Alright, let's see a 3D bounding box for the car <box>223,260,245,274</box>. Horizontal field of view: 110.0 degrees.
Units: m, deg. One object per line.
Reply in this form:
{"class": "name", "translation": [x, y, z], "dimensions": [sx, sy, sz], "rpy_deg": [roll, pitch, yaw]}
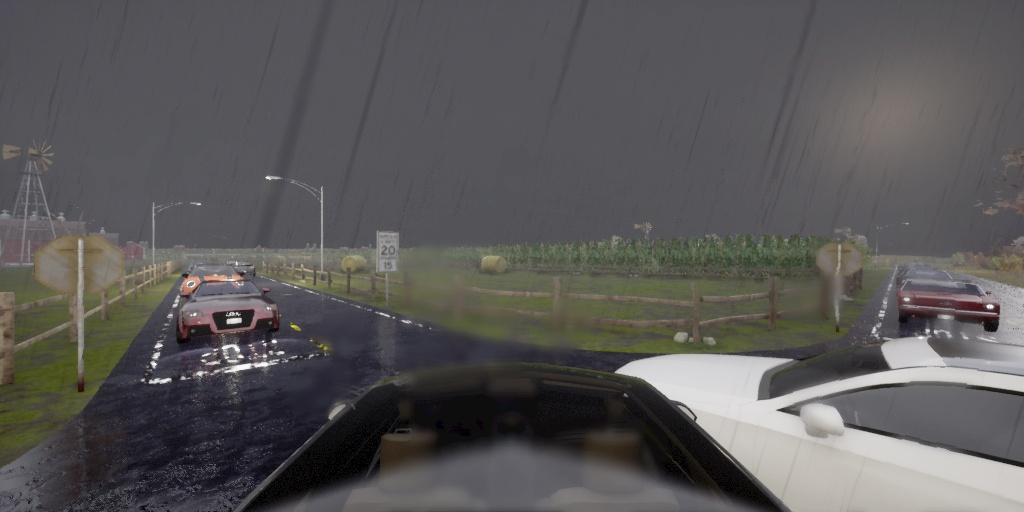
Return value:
{"class": "car", "translation": [-33.546, 1.288, 43.211], "dimensions": [1.837, 1.490, 4.892], "rpy_deg": [0, 0, -41]}

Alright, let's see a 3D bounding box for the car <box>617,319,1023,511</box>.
{"class": "car", "translation": [2.846, 1.293, 2.320], "dimensions": [1.812, 1.442, 4.674], "rpy_deg": [0, 1, -44]}

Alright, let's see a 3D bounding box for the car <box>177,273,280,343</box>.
{"class": "car", "translation": [-7.906, 1.352, 9.946], "dimensions": [1.994, 1.385, 4.181], "rpy_deg": [0, 0, -42]}

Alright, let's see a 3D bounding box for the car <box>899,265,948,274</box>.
{"class": "car", "translation": [20.659, 1.353, 17.880], "dimensions": [5.357, 1.411, 2.033], "rpy_deg": [0, 1, -43]}

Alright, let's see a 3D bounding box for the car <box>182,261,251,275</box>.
{"class": "car", "translation": [-13.658, 1.134, 16.451], "dimensions": [2.097, 1.767, 4.553], "rpy_deg": [0, 0, -42]}

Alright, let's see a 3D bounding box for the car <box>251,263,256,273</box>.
{"class": "car", "translation": [-26.852, 1.269, 35.729], "dimensions": [2.128, 1.511, 4.902], "rpy_deg": [0, 0, -41]}

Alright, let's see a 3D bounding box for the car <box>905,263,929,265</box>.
{"class": "car", "translation": [27.437, 1.387, 24.110], "dimensions": [4.181, 1.385, 1.994], "rpy_deg": [0, 1, -43]}

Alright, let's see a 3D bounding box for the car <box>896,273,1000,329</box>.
{"class": "car", "translation": [13.558, 1.392, 11.342], "dimensions": [4.718, 1.301, 1.895], "rpy_deg": [0, 1, -43]}
